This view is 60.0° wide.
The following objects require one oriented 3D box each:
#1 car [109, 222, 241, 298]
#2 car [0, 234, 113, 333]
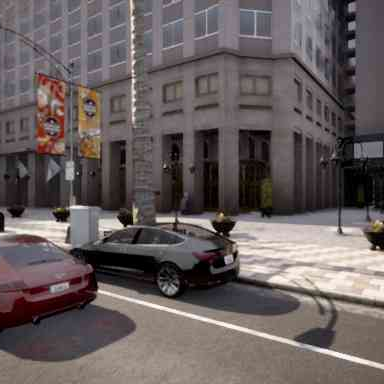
[{"bbox_3d":[-1.109,1.511,8.579,4.786,1.482,2.161,0,0,35],"label":"car"},{"bbox_3d":[-3.824,1.561,6.714,4.181,1.385,1.994,0,0,36],"label":"car"}]
